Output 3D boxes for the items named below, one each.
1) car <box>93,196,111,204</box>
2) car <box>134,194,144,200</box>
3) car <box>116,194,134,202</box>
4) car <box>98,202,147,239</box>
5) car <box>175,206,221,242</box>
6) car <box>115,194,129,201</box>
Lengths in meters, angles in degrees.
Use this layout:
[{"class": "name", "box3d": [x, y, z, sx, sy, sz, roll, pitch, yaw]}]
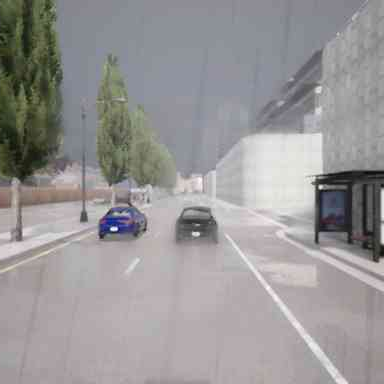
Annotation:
[{"class": "car", "box3d": [-15.078, 1.361, 55.751, 1.895, 1.301, 4.718, 0, 0, 1]}, {"class": "car", "box3d": [-11.538, 1.089, 71.537, 1.812, 1.442, 4.674, 0, 0, 0]}, {"class": "car", "box3d": [-11.583, 1.323, 55.780, 1.994, 1.385, 4.181, 0, 0, 0]}, {"class": "car", "box3d": [-3.414, 1.453, 16.871, 1.812, 1.442, 4.674, 0, 0, 0]}, {"class": "car", "box3d": [0.303, 1.436, 15.877, 1.837, 1.490, 4.892, 0, 0, 3]}, {"class": "car", "box3d": [-15.038, 1.105, 71.579, 2.033, 1.411, 5.357, 0, 0, 0]}]
